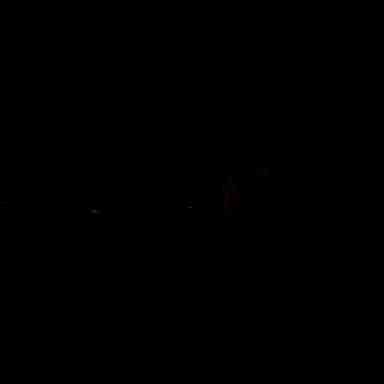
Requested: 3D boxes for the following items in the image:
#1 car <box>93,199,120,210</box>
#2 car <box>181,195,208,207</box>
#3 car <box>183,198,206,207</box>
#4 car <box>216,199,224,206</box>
[{"bbox_3d":[-12.358,1.776,46.857,1.837,1.490,4.892,-1,-1,36],"label":"car"},{"bbox_3d":[0.441,1.632,58.417,2.150,2.045,5.566,-1,-1,39],"label":"car"},{"bbox_3d":[0.510,2.005,64.562,2.128,1.511,4.902,-1,-1,36],"label":"car"},{"bbox_3d":[6.959,2.080,67.522,2.033,1.411,5.357,-1,-1,36],"label":"car"}]
